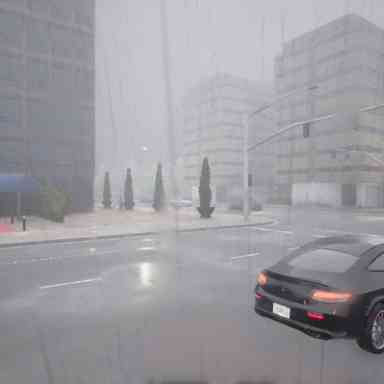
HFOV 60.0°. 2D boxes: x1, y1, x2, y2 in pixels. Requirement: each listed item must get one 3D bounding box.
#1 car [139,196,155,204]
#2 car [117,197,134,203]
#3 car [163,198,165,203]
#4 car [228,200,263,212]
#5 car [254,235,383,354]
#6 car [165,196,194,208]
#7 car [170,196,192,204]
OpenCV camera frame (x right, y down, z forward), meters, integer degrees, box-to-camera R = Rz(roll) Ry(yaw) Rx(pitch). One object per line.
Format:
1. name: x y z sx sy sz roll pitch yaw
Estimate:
1. car: -8.777 1.564 65.729 1.994 1.385 4.181 0 0 -35
2. car: -13.155 1.608 65.702 1.895 1.301 4.718 0 0 -35
3. car: -7.333 1.503 69.704 1.837 1.490 4.892 0 0 -35
4. car: 6.064 1.564 38.122 1.994 1.385 4.181 0 0 -35
5. car: 3.158 1.526 6.073 4.674 1.442 1.812 0 0 -35
6. car: -1.615 1.526 49.076 1.812 1.442 4.674 0 0 -35
7. car: -2.049 1.526 62.228 1.812 1.442 4.674 0 0 -35
